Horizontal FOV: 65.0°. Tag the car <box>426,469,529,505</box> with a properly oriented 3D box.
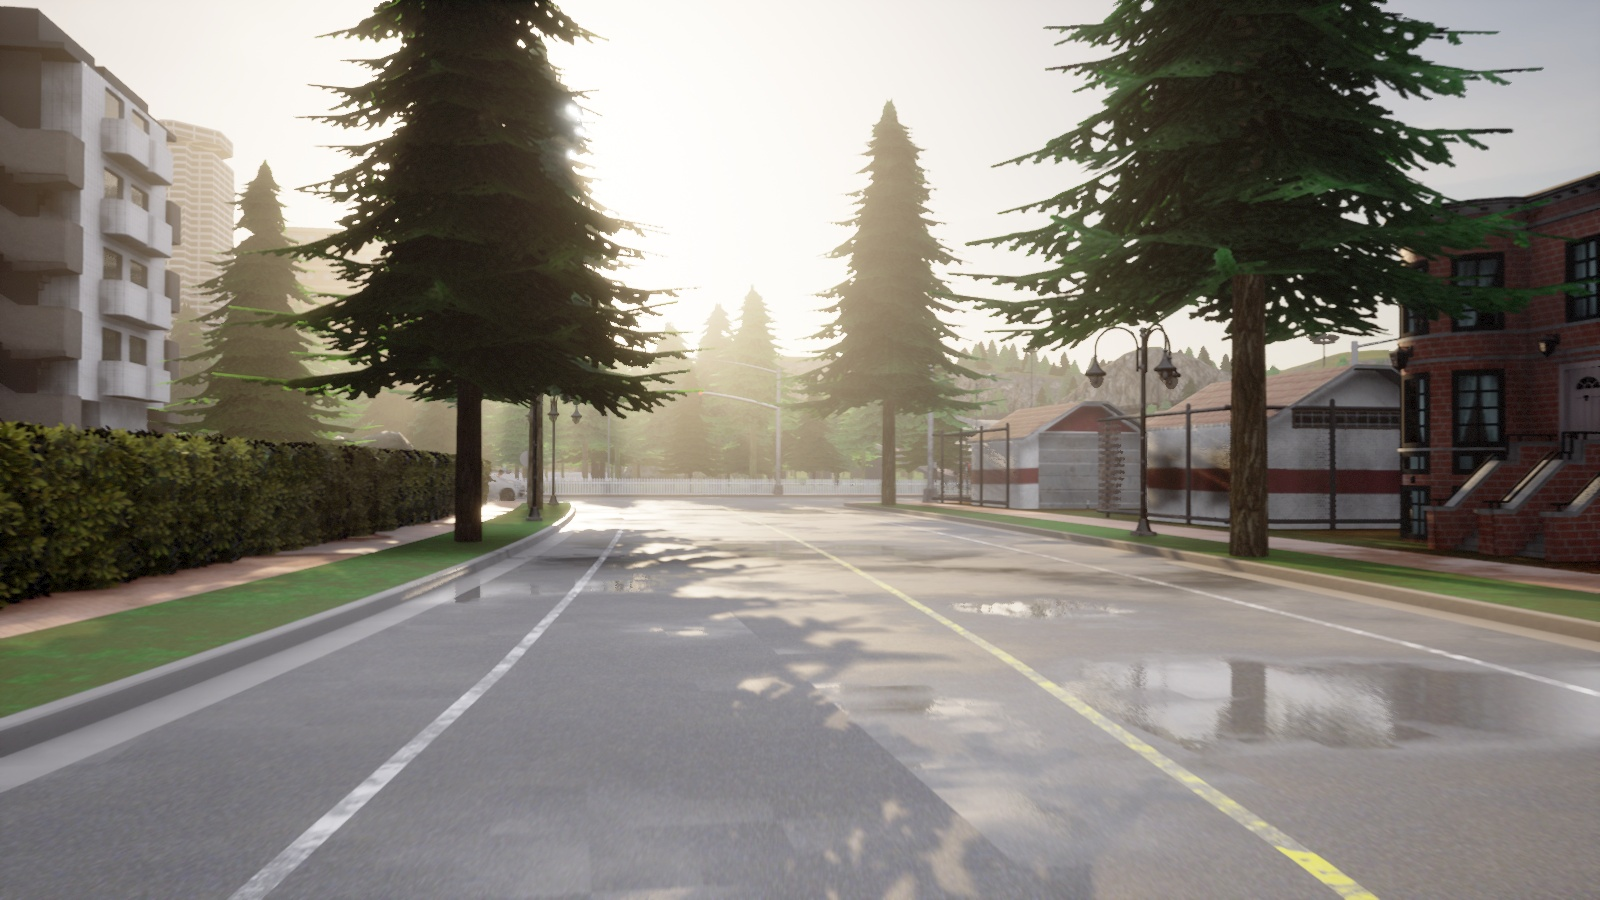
[{"bbox_3d":[-15.519,1.776,60.658,4.611,1.667,2.242,0,-1,-9],"label":"car"}]
